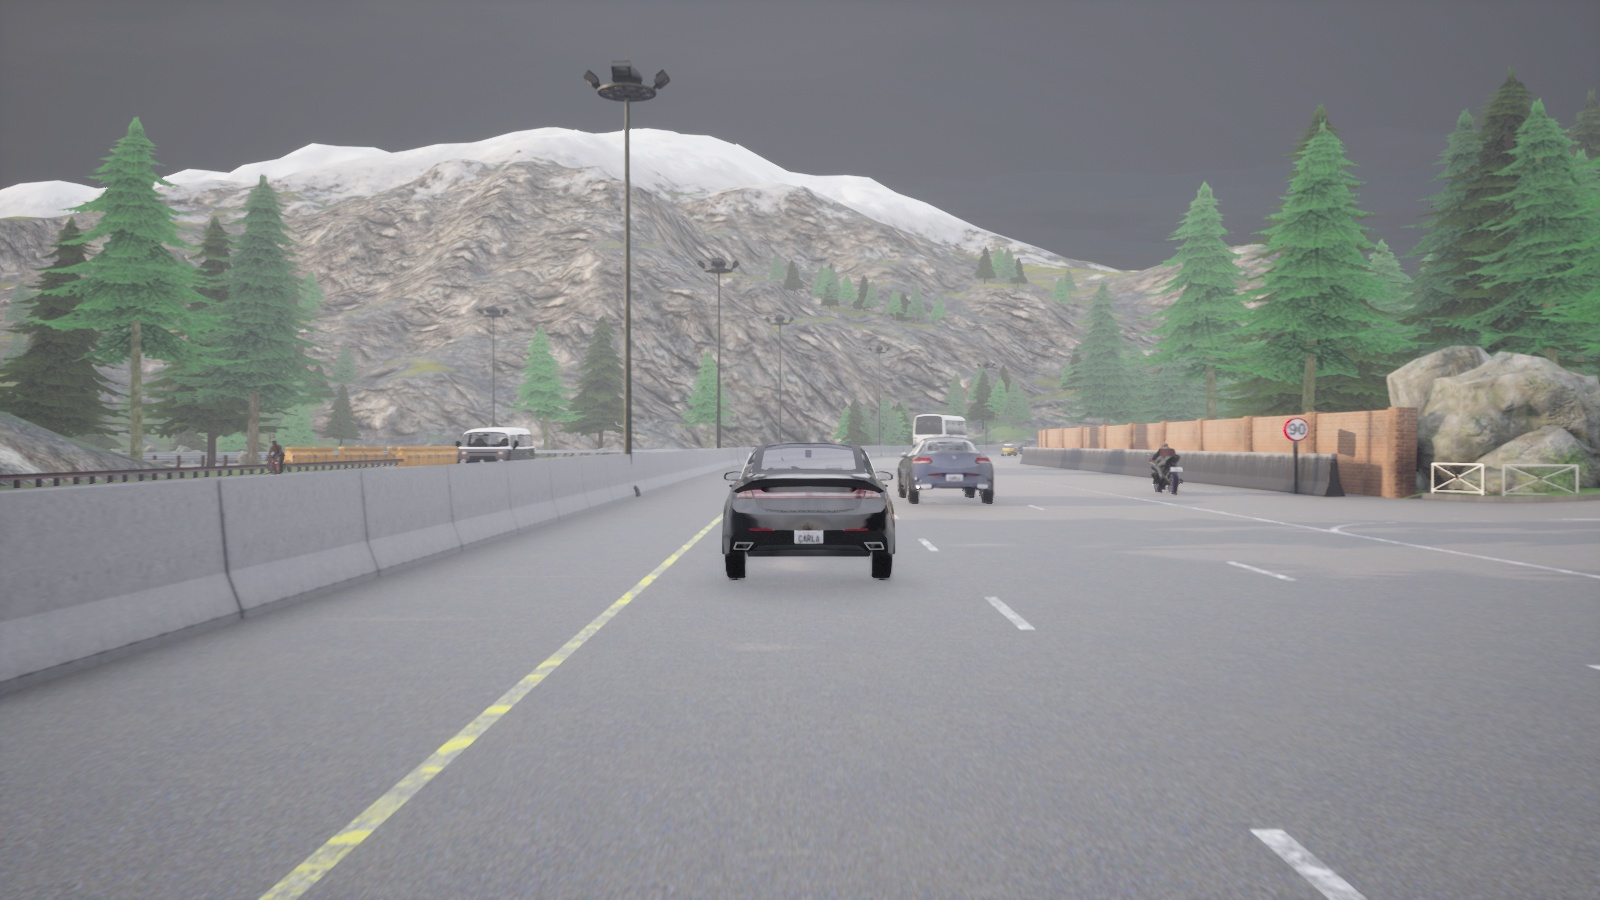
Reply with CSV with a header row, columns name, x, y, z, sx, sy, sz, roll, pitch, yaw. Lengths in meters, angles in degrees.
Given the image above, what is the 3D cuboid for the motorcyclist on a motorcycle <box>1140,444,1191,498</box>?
name,x,y,z,sx,sy,sz,roll,pitch,yaw
motorcyclist on a motorcycle,10.635,0.584,36.572,0.866,1.530,2.191,0,0,1

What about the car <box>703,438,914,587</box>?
name,x,y,z,sx,sy,sz,roll,pitch,yaw
car,0.101,0.617,15.128,2.128,1.511,4.902,0,0,0

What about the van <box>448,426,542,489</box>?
name,x,y,z,sx,sy,sz,roll,pitch,yaw
van,-10.243,0.222,42.525,2.069,2.038,4.480,0,0,0

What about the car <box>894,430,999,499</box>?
name,x,y,z,sx,sy,sz,roll,pitch,yaw
car,3.701,0.344,32.622,2.152,1.651,5.027,0,0,0
